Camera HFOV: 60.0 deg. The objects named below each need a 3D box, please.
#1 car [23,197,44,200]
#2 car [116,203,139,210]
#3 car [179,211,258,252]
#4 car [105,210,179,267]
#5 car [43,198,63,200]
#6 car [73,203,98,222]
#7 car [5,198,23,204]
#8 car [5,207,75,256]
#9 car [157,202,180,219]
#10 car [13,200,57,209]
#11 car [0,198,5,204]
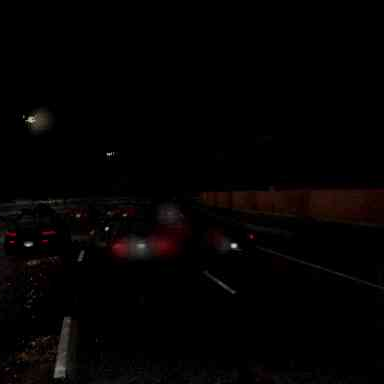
[{"bbox_3d":[-28.025,1.725,60.658,2.128,1.511,4.902,0,0,4],"label":"car"},{"bbox_3d":[-5.453,1.624,27.981,1.812,1.442,4.674,0,0,-8],"label":"car"},{"bbox_3d":[0.976,1.648,14.152,1.895,1.301,4.718,0,0,-14],"label":"car"},{"bbox_3d":[-2.012,1.589,11.656,2.033,1.411,5.357,0,0,-14],"label":"car"},{"bbox_3d":[-24.523,1.784,60.410,1.994,1.385,4.181,0,0,4],"label":"car"},{"bbox_3d":[-8.895,1.624,27.329,1.812,1.442,4.674,0,0,-8],"label":"car"},{"bbox_3d":[-31.523,1.753,60.928,1.812,1.442,4.674,0,0,3],"label":"car"},{"bbox_3d":[-6.045,1.575,13.424,1.812,1.442,4.674,0,0,-14],"label":"car"},{"bbox_3d":[-2.012,1.624,28.645,1.812,1.442,4.674,0,0,-8],"label":"car"},{"bbox_3d":[-12.330,1.624,26.660,1.812,1.442,4.674,0,0,-8],"label":"car"},{"bbox_3d":[-35.003,1.785,61.340,1.994,1.385,4.181,0,0,3],"label":"car"}]
